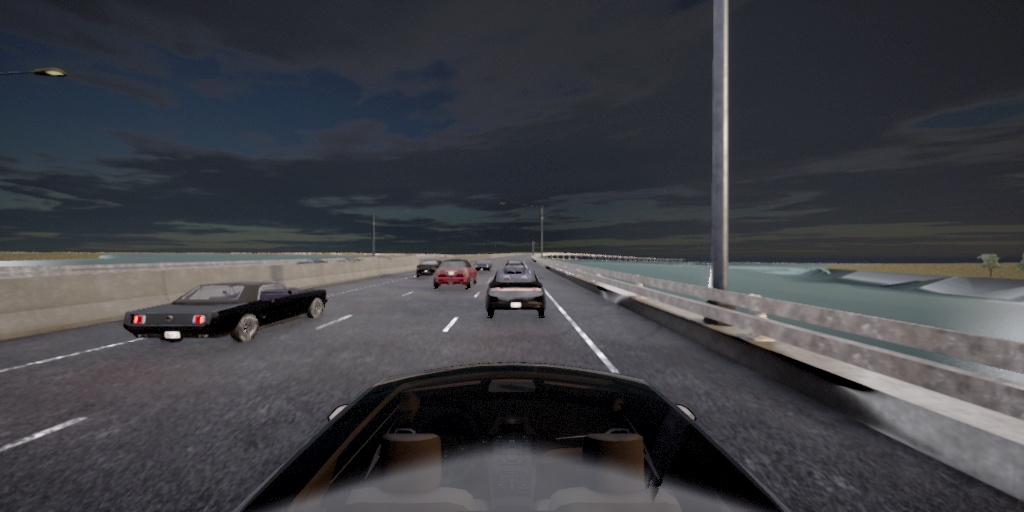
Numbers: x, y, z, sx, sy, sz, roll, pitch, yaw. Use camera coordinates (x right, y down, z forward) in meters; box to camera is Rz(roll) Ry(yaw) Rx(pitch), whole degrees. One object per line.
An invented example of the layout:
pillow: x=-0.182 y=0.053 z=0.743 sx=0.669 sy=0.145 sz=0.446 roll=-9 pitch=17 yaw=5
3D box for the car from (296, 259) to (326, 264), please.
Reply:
car: x=-24.299 y=1.027 z=43.463 sx=2.033 sy=1.411 sz=5.357 roll=0 pitch=0 yaw=1

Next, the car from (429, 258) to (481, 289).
car: x=-3.333 y=0.969 z=21.918 sx=2.097 sy=1.767 sz=4.553 roll=0 pitch=0 yaw=0

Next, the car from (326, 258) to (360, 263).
car: x=-20.762 y=0.958 z=45.209 sx=2.128 sy=1.511 sz=4.902 roll=0 pitch=0 yaw=1

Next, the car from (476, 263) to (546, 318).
car: x=0.120 y=1.169 z=12.695 sx=2.128 sy=1.511 sz=4.902 roll=0 pitch=0 yaw=0

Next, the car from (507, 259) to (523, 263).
car: x=0.254 y=1.037 z=32.331 sx=2.128 sy=1.511 sz=4.902 roll=0 pitch=0 yaw=1

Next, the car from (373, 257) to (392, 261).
car: x=-17.221 y=0.925 z=47.600 sx=1.882 sy=1.535 sz=5.008 roll=0 pitch=0 yaw=1

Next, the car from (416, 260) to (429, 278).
car: x=-6.761 y=1.036 z=30.790 sx=1.882 sy=1.535 sz=5.008 roll=0 pitch=0 yaw=1

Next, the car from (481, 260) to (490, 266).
car: x=-3.155 y=1.094 z=40.132 sx=1.895 sy=1.301 sz=4.718 roll=0 pitch=0 yaw=1

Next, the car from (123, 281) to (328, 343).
car: x=-6.889 y=1.302 z=9.503 sx=1.895 sy=1.301 sz=4.718 roll=0 pitch=0 yaw=0
